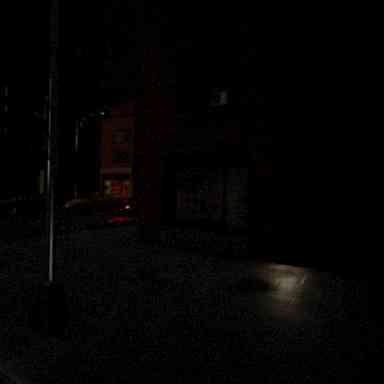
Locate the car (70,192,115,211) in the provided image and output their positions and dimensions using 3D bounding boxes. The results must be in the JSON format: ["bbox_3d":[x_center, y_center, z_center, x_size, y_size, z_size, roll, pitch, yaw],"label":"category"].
[{"bbox_3d":[-7.772,0.703,26.560,1.752,1.417,4.829,3,2,36],"label":"car"}]

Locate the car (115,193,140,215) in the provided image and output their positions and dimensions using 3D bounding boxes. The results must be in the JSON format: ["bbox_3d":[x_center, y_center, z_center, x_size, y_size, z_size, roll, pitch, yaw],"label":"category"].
[{"bbox_3d":[-2.732,0.807,23.550,1.882,1.535,5.008,2,2,36],"label":"car"}]

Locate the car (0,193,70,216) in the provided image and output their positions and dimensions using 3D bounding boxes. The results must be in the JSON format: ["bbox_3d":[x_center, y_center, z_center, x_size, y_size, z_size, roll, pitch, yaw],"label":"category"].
[{"bbox_3d":[-10.896,0.772,22.251,1.887,1.381,4.507,3,2,36],"label":"car"}]

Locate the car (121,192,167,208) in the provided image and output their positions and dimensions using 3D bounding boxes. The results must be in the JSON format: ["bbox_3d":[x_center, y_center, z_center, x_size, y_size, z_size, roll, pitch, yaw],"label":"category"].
[{"bbox_3d":[-4.451,0.707,31.148,1.802,1.307,4.206,3,2,36],"label":"car"}]
